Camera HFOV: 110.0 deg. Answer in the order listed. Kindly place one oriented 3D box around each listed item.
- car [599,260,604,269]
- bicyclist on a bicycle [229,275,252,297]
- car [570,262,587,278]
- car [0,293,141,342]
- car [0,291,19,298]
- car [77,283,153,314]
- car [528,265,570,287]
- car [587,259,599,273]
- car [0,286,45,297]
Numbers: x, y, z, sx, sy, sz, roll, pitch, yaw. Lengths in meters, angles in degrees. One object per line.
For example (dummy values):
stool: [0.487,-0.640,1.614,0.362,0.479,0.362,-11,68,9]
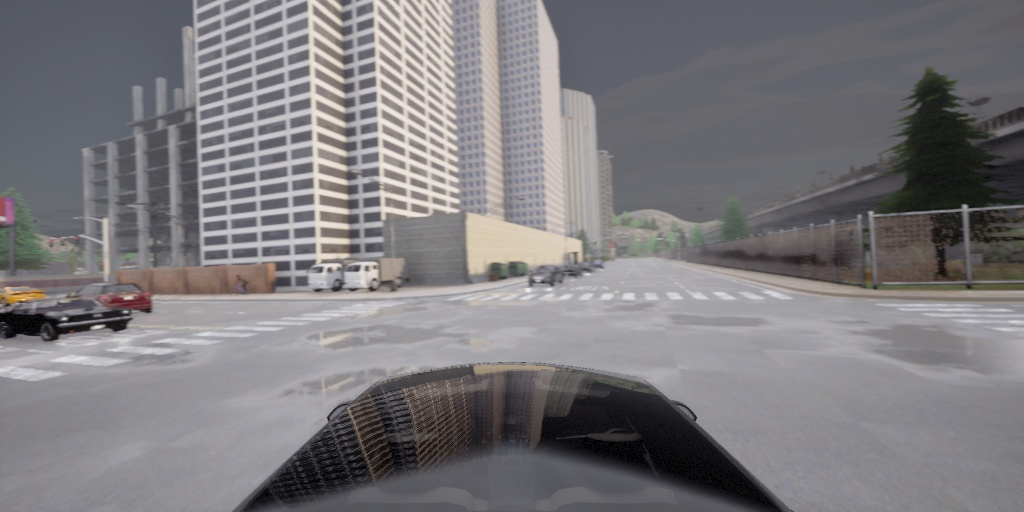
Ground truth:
car: [13.659,1.330,57.573,1.882,1.535,5.008,-3,0,20]
bicyclist on a bicycle: [-20.557,2.235,27.174,0.582,1.620,1.656,-3,0,20]
car: [5.936,1.507,36.168,1.895,1.301,4.718,-3,-1,20]
car: [-16.010,2.173,12.808,4.718,1.301,1.895,-3,-1,20]
car: [-24.598,2.487,15.914,4.674,1.442,1.812,-3,-1,20]
car: [-21.057,2.201,18.542,4.553,1.767,2.097,-3,-1,20]
car: [2.597,1.419,26.838,2.128,1.511,4.902,-3,-1,20]
car: [9.425,1.430,45.894,2.033,1.411,5.357,-3,-1,20]
car: [-40.253,3.241,29.062,5.008,1.535,1.882,-3,-1,20]
